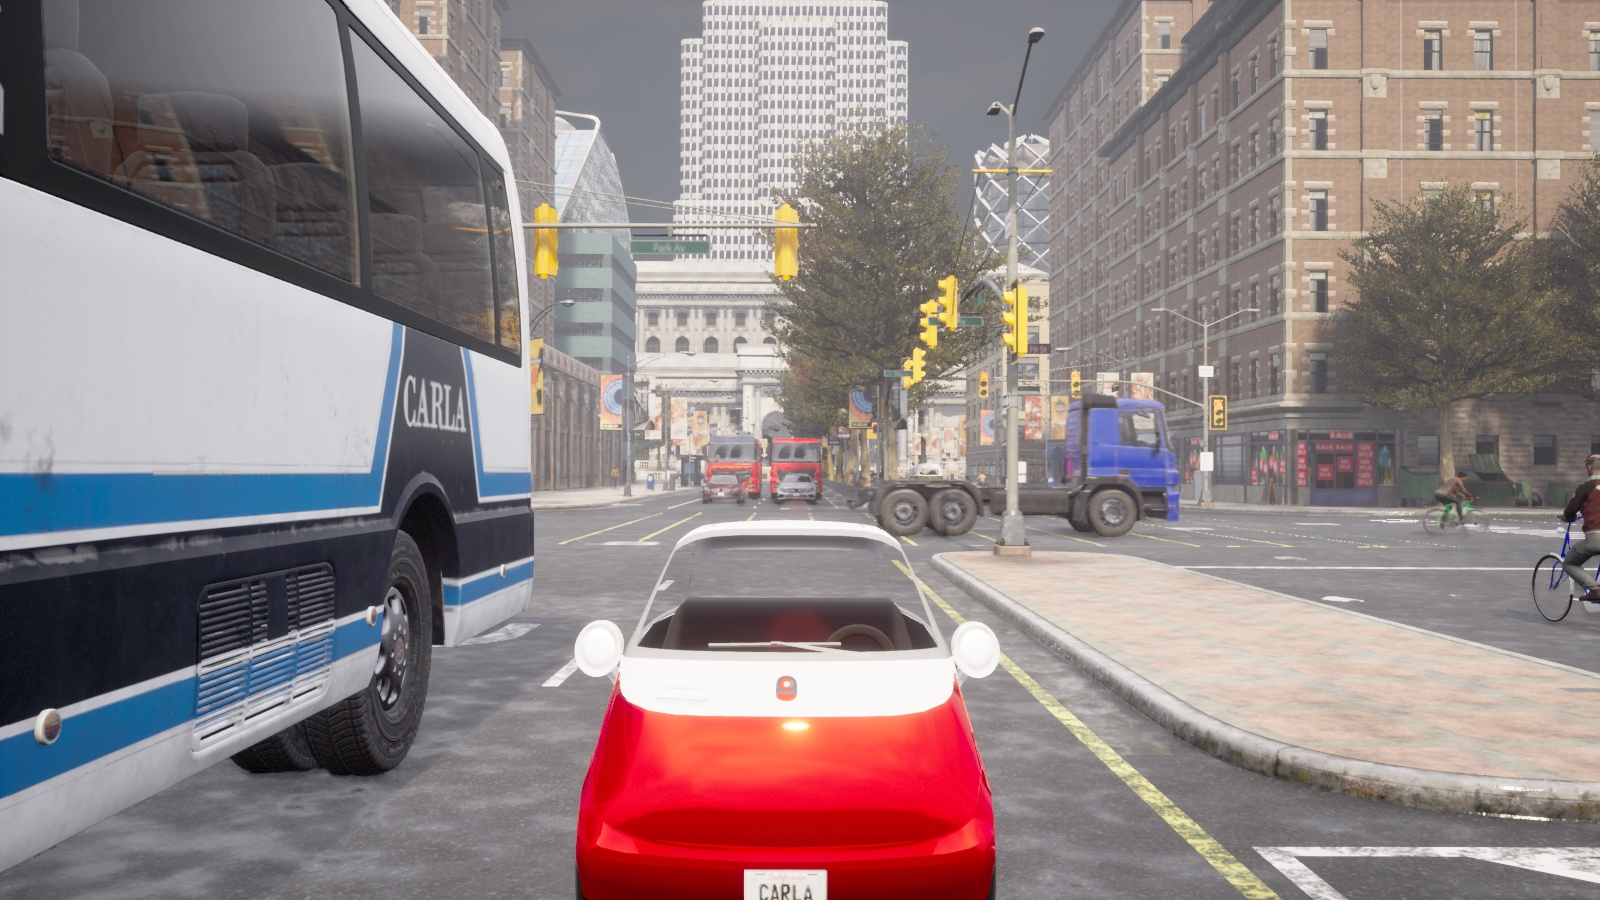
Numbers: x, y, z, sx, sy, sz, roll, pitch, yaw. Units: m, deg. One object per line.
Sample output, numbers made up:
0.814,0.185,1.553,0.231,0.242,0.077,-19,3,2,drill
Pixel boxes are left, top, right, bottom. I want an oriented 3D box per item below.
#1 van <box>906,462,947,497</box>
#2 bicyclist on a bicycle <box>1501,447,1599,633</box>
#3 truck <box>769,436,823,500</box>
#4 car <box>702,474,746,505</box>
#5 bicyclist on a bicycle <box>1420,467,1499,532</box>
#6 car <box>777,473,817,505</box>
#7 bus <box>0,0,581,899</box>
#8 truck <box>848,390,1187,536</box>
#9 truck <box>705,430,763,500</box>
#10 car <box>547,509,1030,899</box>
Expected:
7.784,1.806,77.578,2.069,2.038,4.480,0,-1,0,van
7.942,0.866,12.700,0.659,1.776,1.843,0,-1,0,bicyclist on a bicycle
-0.204,1.037,71.874,2.891,3.462,7.936,0,-1,0,truck
-3.653,1.877,61.008,1.812,1.442,4.674,0,-1,1,car
16.542,1.229,31.501,1.656,1.620,0.582,0,-1,0,bicyclist on a bicycle
-0.118,1.859,60.803,1.812,1.442,4.674,0,-1,1,car
-3.542,-0.482,3.917,3.944,4.253,10.273,0,-1,0,bus
5.253,0.338,31.426,7.936,3.462,2.891,0,-1,0,truck
-3.707,0.879,72.521,2.891,3.827,8.468,0,-1,0,truck
-0.039,0.953,4.966,1.481,1.376,2.207,0,-1,0,car
